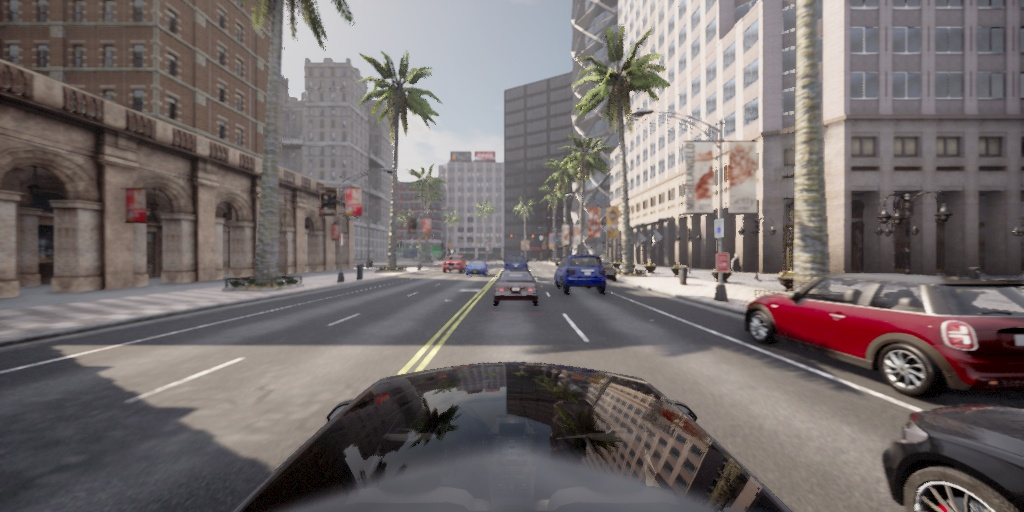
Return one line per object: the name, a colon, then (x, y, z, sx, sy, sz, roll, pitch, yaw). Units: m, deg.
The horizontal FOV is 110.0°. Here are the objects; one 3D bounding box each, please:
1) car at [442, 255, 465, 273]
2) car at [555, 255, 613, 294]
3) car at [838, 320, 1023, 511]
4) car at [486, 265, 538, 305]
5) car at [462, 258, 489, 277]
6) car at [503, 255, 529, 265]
car: (-6.625, 0.909, 42.033, 2.150, 2.045, 5.566, 0, 0, 1)
car: (3.727, 0.947, 20.157, 2.150, 2.045, 5.566, 0, 0, 1)
car: (3.600, 1.277, 0.597, 1.812, 1.442, 4.674, 0, 0, 0)
car: (0.172, 1.279, 15.860, 2.033, 1.411, 5.357, 0, 0, 1)
car: (-3.274, 1.185, 34.642, 1.882, 1.535, 5.008, 0, 0, 1)
car: (0.374, 0.931, 32.801, 2.150, 2.045, 5.566, 0, 0, 1)
